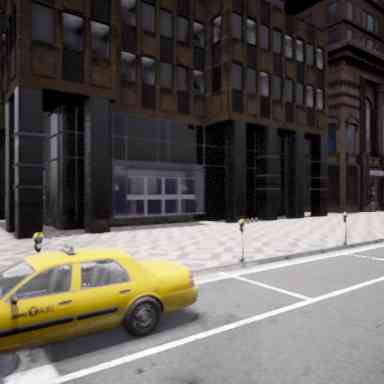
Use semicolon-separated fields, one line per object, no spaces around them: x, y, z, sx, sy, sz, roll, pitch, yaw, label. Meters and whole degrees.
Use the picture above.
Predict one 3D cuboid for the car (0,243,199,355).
-2.165;1.525;5.103;4.829;1.417;1.752;0;0;-35;car
